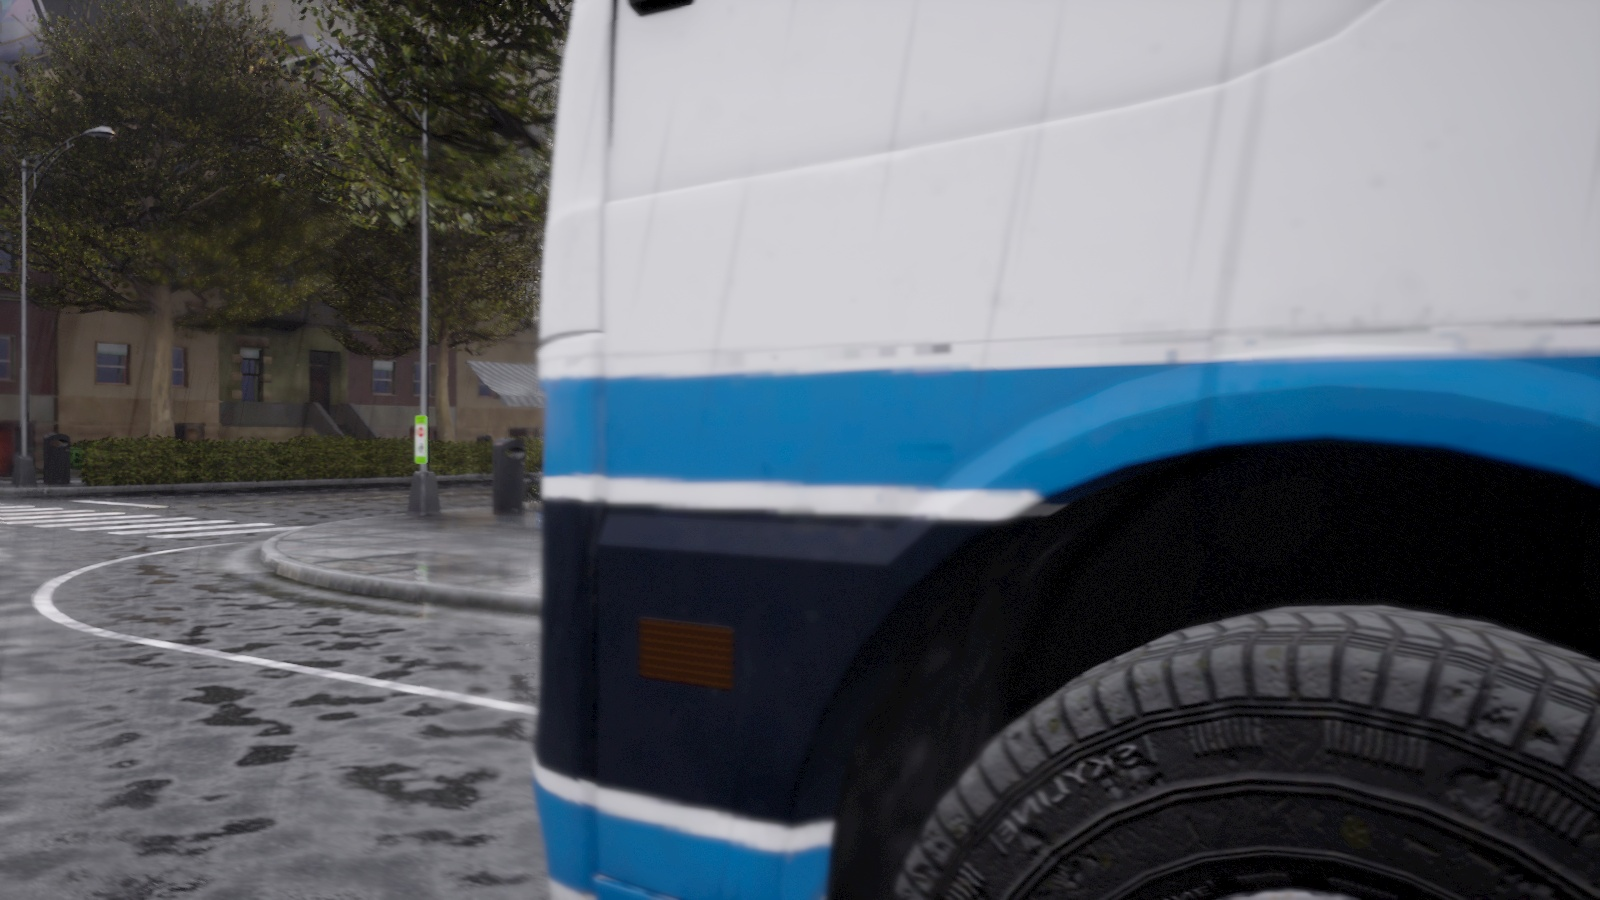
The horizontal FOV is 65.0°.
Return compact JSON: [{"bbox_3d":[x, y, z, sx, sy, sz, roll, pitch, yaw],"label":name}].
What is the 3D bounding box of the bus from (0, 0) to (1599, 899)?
[{"bbox_3d":[3.973,-0.709,0.956,10.273,4.253,3.944,0,1,34],"label":"bus"}]
